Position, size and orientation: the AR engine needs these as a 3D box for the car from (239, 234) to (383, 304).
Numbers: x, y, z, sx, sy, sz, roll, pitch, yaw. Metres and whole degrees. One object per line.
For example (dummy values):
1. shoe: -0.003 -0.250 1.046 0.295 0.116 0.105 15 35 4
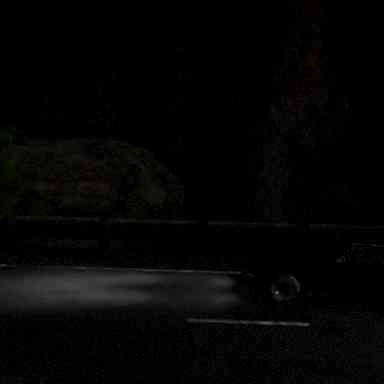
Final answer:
1. car: 3.443 1.630 7.453 4.718 1.301 1.895 1 0 3
